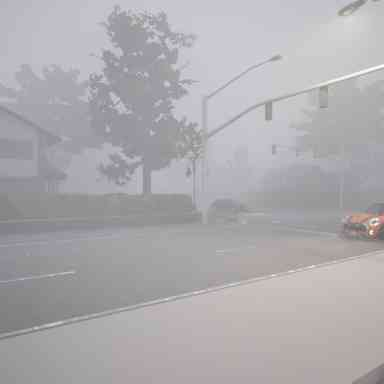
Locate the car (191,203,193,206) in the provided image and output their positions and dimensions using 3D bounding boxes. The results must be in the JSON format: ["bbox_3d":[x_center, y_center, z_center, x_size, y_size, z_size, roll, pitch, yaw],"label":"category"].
[{"bbox_3d":[-1.823,1.241,43.779,2.097,1.767,4.553,0,0,-36],"label":"car"}]

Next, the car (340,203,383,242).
[{"bbox_3d":[9.401,1.314,16.058,4.553,1.767,2.097,0,1,-23],"label":"car"}]

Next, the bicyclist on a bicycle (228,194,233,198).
[{"bbox_3d":[5.860,1.176,51.028,1.656,1.620,0.582,0,0,-36],"label":"bicyclist on a bicycle"}]

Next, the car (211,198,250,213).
[{"bbox_3d":[4.081,1.416,35.739,1.837,1.490,4.892,0,0,-36],"label":"car"}]
